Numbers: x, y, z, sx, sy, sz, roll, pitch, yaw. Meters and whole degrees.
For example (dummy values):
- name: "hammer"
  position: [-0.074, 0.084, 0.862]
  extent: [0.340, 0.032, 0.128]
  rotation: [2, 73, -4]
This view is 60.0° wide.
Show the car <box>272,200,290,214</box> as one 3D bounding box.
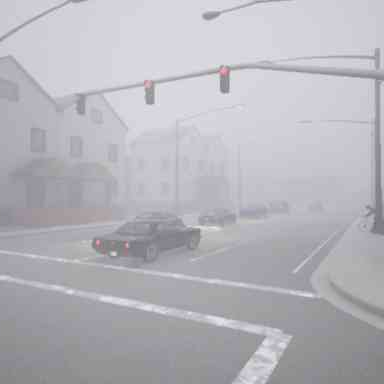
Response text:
- name: "car"
  position: [11.186, 1.875, 43.210]
  extent: [2.097, 1.767, 4.553]
  rotation: [0, -1, 29]

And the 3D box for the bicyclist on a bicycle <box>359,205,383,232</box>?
- name: "bicyclist on a bicycle"
  position: [10.576, 1.534, 19.431]
  extent: [1.656, 1.620, 0.582]
  rotation: [-9, -25, 25]

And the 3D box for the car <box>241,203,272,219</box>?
- name: "car"
  position: [6.410, 1.897, 34.511]
  extent: [1.882, 1.535, 5.008]
  rotation: [0, -1, 28]

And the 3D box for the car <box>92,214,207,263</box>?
- name: "car"
  position: [-1.460, 1.761, 12.859]
  extent: [1.895, 1.301, 4.718]
  rotation: [0, -1, 30]

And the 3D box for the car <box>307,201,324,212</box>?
- name: "car"
  position: [17.810, 2.068, 47.890]
  extent: [2.128, 1.511, 4.902]
  rotation: [0, -1, 26]

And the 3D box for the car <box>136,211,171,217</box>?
- name: "car"
  position: [-2.146, 1.796, 18.846]
  extent: [1.994, 1.385, 4.181]
  rotation: [0, -1, 29]

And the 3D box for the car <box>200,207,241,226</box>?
- name: "car"
  position: [2.071, 1.889, 26.593]
  extent: [1.994, 1.385, 4.181]
  rotation: [0, -1, 28]
